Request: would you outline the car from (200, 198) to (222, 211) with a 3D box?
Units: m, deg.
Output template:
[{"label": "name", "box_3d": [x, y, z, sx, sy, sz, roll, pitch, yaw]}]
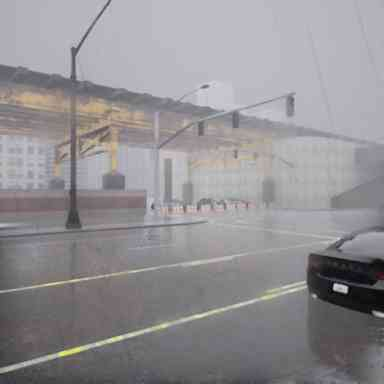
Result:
[{"label": "car", "box_3d": [1.738, 1.446, 39.981, 2.038, 1.542, 4.974, 0, 0, 18]}]

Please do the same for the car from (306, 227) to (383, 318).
[{"label": "car", "box_3d": [4.518, 1.476, 7.067, 5.008, 1.535, 1.882, 0, 0, -36]}]

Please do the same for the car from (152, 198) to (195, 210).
[{"label": "car", "box_3d": [-2.035, 1.290, 37.269, 4.536, 1.218, 1.853, 0, 0, 8]}]

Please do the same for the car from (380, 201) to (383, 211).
[{"label": "car", "box_3d": [24.267, 1.477, 39.798, 4.902, 1.511, 2.128, 0, 0, -37]}]

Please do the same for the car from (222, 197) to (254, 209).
[{"label": "car", "box_3d": [5.563, 1.287, 43.768, 4.536, 1.218, 1.853, 0, 0, -7]}]

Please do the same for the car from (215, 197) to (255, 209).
[{"label": "car", "box_3d": [5.615, 1.445, 43.775, 4.974, 1.542, 2.038, 0, 0, -7]}]

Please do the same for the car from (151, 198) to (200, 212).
[{"label": "car", "box_3d": [-1.984, 1.447, 37.263, 4.974, 1.542, 2.038, 0, 0, 8]}]

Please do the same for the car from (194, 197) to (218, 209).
[{"label": "car", "box_3d": [1.753, 1.289, 40.030, 1.853, 1.218, 4.536, 0, 0, 18]}]
